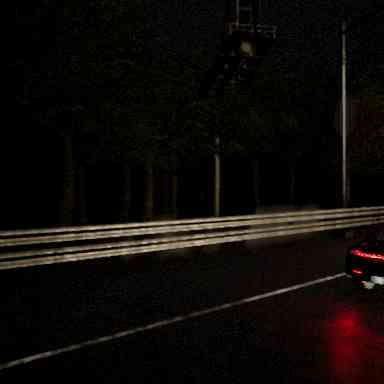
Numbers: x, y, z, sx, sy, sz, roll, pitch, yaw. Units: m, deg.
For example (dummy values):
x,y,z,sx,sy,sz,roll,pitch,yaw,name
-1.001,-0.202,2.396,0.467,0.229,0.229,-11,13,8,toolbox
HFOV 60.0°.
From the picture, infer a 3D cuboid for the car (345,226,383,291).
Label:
x,y,z,sx,sy,sz,roll,pitch,yaw,name
5.498,1.448,7.669,4.902,1.511,2.128,0,0,-35,car
